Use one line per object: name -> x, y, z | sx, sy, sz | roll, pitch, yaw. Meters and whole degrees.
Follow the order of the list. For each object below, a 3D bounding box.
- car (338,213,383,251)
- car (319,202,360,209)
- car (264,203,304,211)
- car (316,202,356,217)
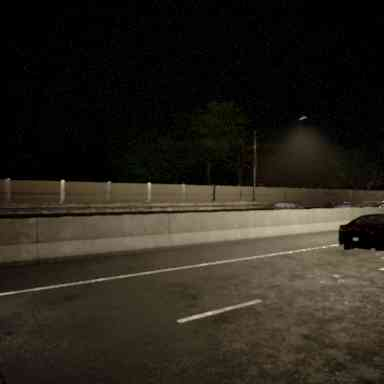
car -> 8.114, 1.634, 13.832 | 5.008, 1.535, 1.882 | 1, 0, -35
car -> 14.586, 1.886, 31.591 | 5.357, 1.411, 2.033 | 1, 0, -35
car -> 10.404, 1.884, 37.206 | 5.357, 1.411, 2.033 | 1, 0, -35
car -> 16.000, 1.894, 36.893 | 4.892, 1.490, 1.837 | 0, 0, -35
